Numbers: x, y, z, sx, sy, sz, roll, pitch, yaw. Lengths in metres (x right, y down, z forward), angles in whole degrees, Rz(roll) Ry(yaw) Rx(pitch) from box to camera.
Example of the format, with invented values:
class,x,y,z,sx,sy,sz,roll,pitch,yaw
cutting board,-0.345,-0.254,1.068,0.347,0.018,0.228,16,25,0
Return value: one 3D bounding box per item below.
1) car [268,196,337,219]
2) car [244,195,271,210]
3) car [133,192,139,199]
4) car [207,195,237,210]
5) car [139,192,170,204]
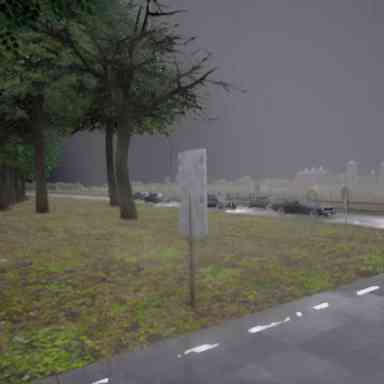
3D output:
class,x,y,z,sx,sy,sz,roll,pitch,yaw
car,8.523,1.227,25.549,1.895,1.301,4.718,-2,2,-36
car,7.055,1.020,32.565,1.994,1.385,4.181,-1,2,-35
car,-8.312,0.636,53.788,2.033,1.411,5.357,-1,2,-36
car,2.647,1.027,33.692,1.994,1.385,4.181,-1,2,-35
car,-4.725,0.808,43.895,1.812,1.442,4.674,-2,2,-36
